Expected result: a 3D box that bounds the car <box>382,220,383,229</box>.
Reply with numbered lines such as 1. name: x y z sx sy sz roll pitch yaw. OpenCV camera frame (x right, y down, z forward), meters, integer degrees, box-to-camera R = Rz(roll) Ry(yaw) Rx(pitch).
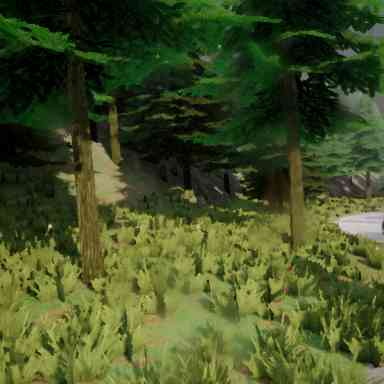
1. car: 11.110 1.672 16.827 1.994 1.385 4.181 -3 -2 16
